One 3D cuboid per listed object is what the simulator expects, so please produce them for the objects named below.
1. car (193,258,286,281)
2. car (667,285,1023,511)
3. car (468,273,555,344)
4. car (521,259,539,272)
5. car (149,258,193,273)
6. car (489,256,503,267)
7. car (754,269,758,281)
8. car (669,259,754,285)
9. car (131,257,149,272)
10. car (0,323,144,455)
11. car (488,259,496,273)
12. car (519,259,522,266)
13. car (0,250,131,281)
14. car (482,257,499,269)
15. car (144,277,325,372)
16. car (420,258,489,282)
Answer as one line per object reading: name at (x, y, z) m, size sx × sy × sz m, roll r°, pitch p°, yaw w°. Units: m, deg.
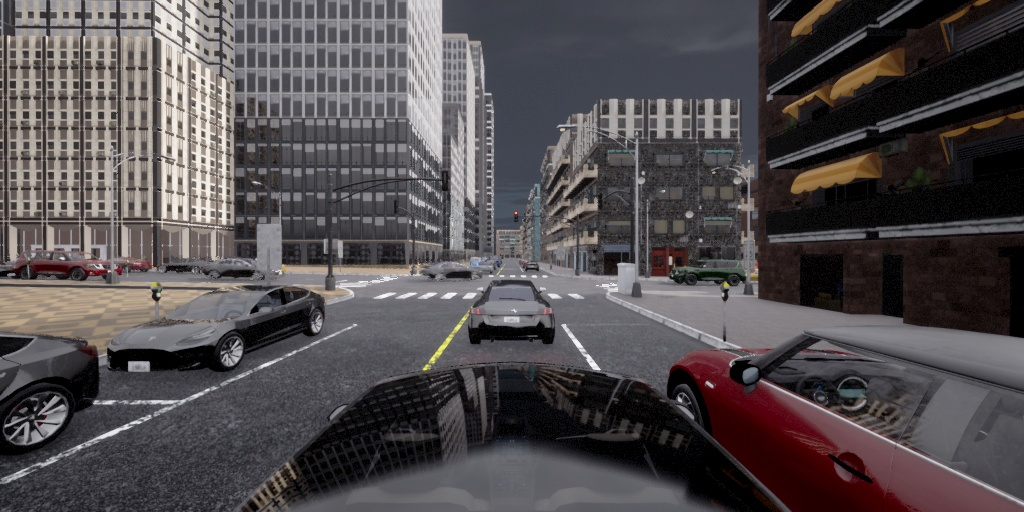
car at (-18.554, 0.925, 24.878) m, size 4.902 × 1.511 × 2.128 m, roll 1°, pitch 0°, yaw -1°
car at (2.693, 1.190, 2.427) m, size 1.967 × 1.591 × 4.097 m, roll 0°, pitch 0°, yaw 0°
car at (-0.013, 1.313, 9.583) m, size 1.994 × 1.385 × 4.181 m, roll 0°, pitch 0°, yaw 0°
car at (2.593, 1.319, 47.317) m, size 1.948 × 1.339 × 4.313 m, roll 0°, pitch 0°, yaw 0°
car at (-27.550, 0.815, 30.554) m, size 4.313 × 1.339 × 1.948 m, roll 0°, pitch 0°, yaw -1°
car at (-3.204, 0.976, 62.357) m, size 2.150 × 2.045 × 5.566 m, roll 0°, pitch 0°, yaw 0°
car at (21.303, 1.697, 31.215) m, size 4.829 × 1.417 × 1.751 m, roll 0°, pitch 0°, yaw -1°
car at (15.524, 1.289, 28.542) m, size 5.566 × 2.045 × 2.150 m, roll 1°, pitch 0°, yaw -1°
car at (-33.168, 0.726, 30.478) m, size 4.207 × 1.307 × 1.802 m, roll 0°, pitch 0°, yaw -1°
car at (-5.688, 1.316, 2.407) m, size 1.948 × 1.339 × 4.313 m, roll 0°, pitch 0°, yaw 0°
car at (-3.186, 1.353, 41.898) m, size 1.895 × 1.301 × 4.718 m, roll 0°, pitch 0°, yaw 0°
car at (2.570, 1.301, 57.284) m, size 1.888 × 1.381 × 4.507 m, roll 0°, pitch 0°, yaw 0°
car at (-27.428, 0.590, 22.173) m, size 5.009 × 1.841 × 2.192 m, roll 0°, pitch 0°, yaw -1°
car at (-3.204, 1.259, 51.888) m, size 1.837 × 1.490 × 4.892 m, roll 0°, pitch 0°, yaw 0°
car at (-5.700, 1.315, 7.653) m, size 1.948 × 1.339 × 4.313 m, roll 0°, pitch 0°, yaw 0°
car at (-4.638, 1.179, 27.888) m, size 4.902 × 1.511 × 2.128 m, roll 1°, pitch 1°, yaw -34°
